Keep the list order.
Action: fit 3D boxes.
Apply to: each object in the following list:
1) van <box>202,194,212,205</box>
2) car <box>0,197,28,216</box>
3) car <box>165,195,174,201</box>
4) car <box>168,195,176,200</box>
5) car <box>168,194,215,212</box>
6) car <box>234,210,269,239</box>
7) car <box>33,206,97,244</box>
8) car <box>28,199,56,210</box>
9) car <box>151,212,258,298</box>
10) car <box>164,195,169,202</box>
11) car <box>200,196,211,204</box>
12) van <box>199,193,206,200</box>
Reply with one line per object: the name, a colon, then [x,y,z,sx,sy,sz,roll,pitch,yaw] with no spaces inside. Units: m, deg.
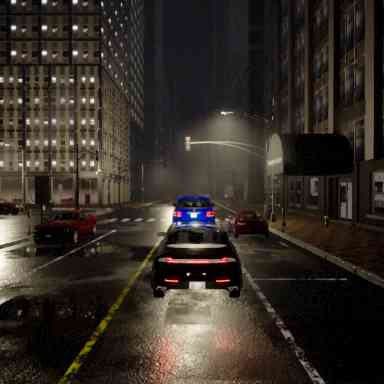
van: [2.698,1.326,60.691,1.690,1.788,3.998,0,0,0]
car: [-18.602,1.306,31.066,5.009,1.841,2.192,0,0,1]
car: [-5.676,1.538,83.481,1.947,1.339,4.313,0,0,0]
car: [-5.673,1.529,94.874,1.947,1.339,4.313,0,0,0]
car: [0.093,1.218,18.417,2.150,2.045,5.566,0,0,0]
car: [2.818,1.579,17.098,1.802,1.307,4.206,0,0,0]
car: [-5.822,1.542,15.724,1.887,1.381,4.507,0,0,0]
car: [-18.514,1.497,39.448,4.403,1.369,2.008,0,0,1]
car: [0.101,1.490,8.498,2.128,1.511,4.902,0,0,0]
car: [-5.677,1.521,77.784,1.887,1.381,4.507,0,0,0]
car: [2.700,1.533,66.388,2.008,1.369,4.403,0,0,0]
van: [2.705,1.309,89.175,1.690,1.788,3.998,0,0,0]
